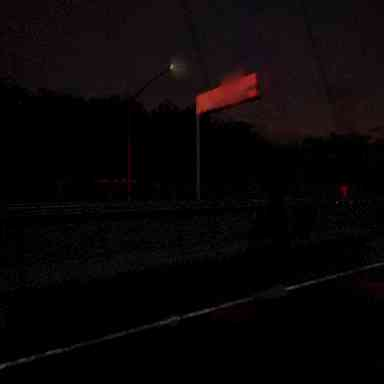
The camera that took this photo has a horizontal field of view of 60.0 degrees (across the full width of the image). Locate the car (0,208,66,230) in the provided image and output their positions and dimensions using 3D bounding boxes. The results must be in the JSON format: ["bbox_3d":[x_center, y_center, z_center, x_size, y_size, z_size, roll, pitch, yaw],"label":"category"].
[{"bbox_3d":[-6.999,1.482,11.897,4.902,1.511,2.128,-1,0,-35],"label":"car"}]

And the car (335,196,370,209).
[{"bbox_3d":[18.744,1.207,38.793,4.553,1.767,2.097,0,0,-35],"label":"car"}]

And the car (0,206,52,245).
[{"bbox_3d":[-9.052,1.482,14.731,4.902,1.511,2.128,-1,0,-35],"label":"car"}]
